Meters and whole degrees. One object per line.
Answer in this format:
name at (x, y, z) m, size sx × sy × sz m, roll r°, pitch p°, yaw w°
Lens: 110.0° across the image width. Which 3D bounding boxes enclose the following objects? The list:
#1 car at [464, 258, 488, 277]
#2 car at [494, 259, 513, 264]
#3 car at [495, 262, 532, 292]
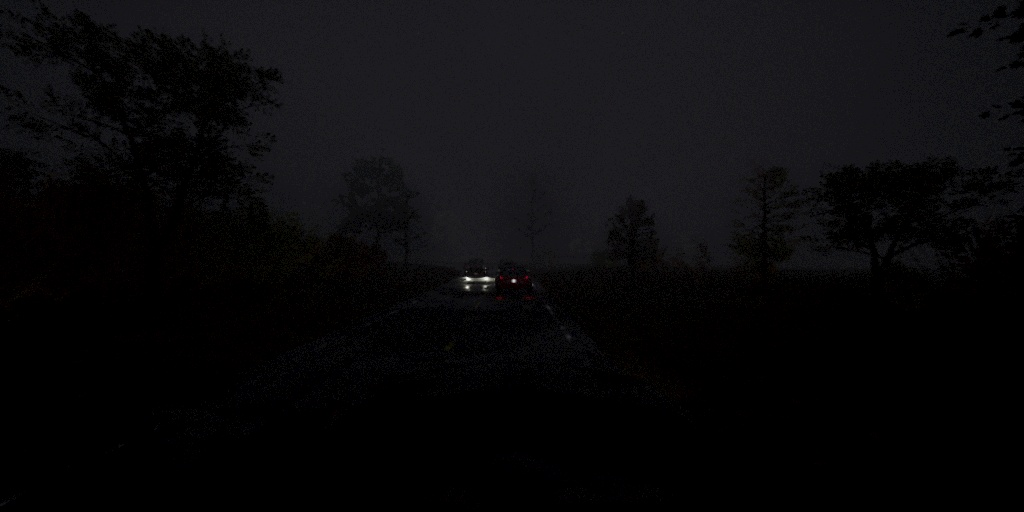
car at (-3.305, 0.951, 33.348) m, size 2.097 × 1.767 × 4.553 m, roll 0°, pitch 0°, yaw -5°
car at (-0.697, 1.084, 37.239) m, size 1.837 × 1.490 × 4.892 m, roll 0°, pitch 0°, yaw -6°
car at (0.095, 1.237, 20.409) m, size 1.994 × 1.385 × 4.181 m, roll 0°, pitch 0°, yaw 0°
